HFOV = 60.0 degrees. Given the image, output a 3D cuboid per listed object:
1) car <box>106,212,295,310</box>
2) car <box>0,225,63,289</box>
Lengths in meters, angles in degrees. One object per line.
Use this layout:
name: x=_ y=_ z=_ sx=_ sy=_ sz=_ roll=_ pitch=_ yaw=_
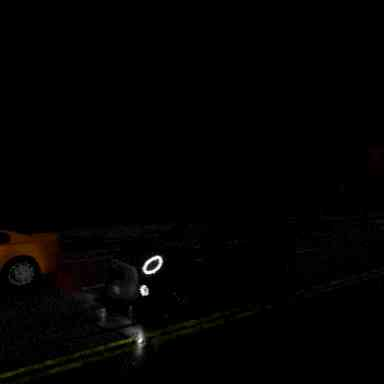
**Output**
car: x=0.339 y=1.350 z=7.918 sx=4.553 sy=1.767 sz=2.097 roll=0 pitch=0 yaw=-35
car: x=-5.657 y=1.478 z=7.634 sx=5.008 sy=1.535 sz=1.882 roll=0 pitch=0 yaw=-36
